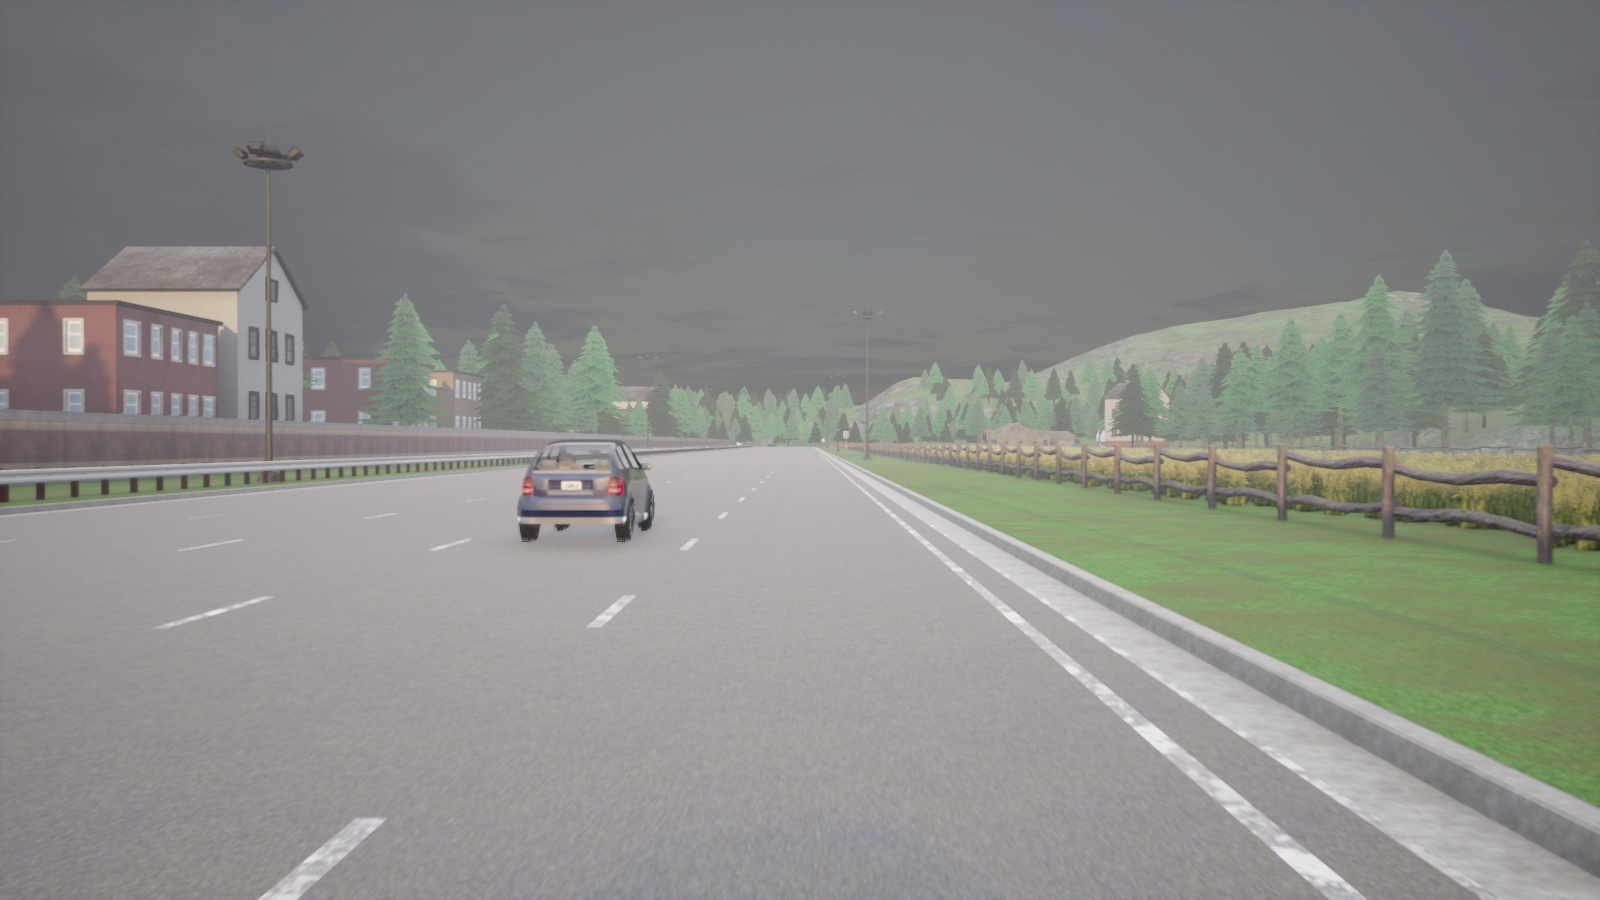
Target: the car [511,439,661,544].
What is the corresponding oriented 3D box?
[{"bbox_3d":[-3.367,0.607,20.416,1.789,1.549,3.705,0,0,0],"label":"car"}]
